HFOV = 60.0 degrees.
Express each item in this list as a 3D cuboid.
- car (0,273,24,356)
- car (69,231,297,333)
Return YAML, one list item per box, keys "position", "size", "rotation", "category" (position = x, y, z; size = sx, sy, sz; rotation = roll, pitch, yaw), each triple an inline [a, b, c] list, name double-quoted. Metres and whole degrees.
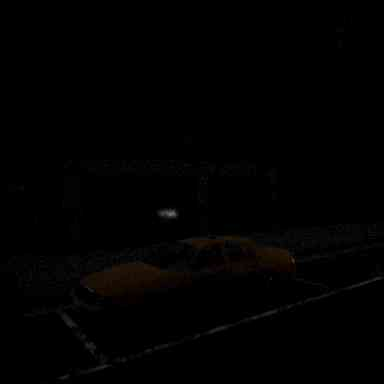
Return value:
- position: [-4.240, 1.571, 3.634]
  size: [4.313, 1.339, 1.947]
  rotation: [0, -1, -36]
  category: "car"
- position: [0.101, 1.510, 6.737]
  size: [4.829, 1.417, 1.752]
  rotation: [0, -1, -36]
  category: "car"
